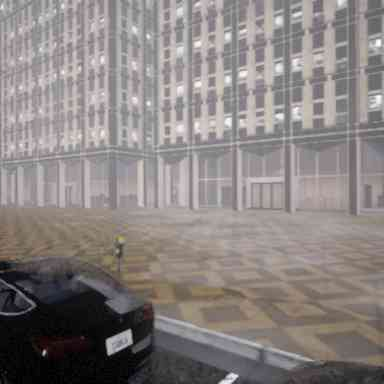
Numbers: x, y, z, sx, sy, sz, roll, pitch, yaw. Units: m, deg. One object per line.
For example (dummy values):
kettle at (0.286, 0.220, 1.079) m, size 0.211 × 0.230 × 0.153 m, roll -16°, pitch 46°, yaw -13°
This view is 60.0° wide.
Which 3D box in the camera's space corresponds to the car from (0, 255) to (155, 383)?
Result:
car at (-2.433, 1.567, 4.610) m, size 4.313 × 1.339 × 1.947 m, roll 0°, pitch 0°, yaw 35°

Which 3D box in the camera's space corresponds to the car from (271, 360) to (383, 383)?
car at (2.152, 1.566, 1.339) m, size 4.313 × 1.339 × 1.947 m, roll 0°, pitch 0°, yaw 35°
